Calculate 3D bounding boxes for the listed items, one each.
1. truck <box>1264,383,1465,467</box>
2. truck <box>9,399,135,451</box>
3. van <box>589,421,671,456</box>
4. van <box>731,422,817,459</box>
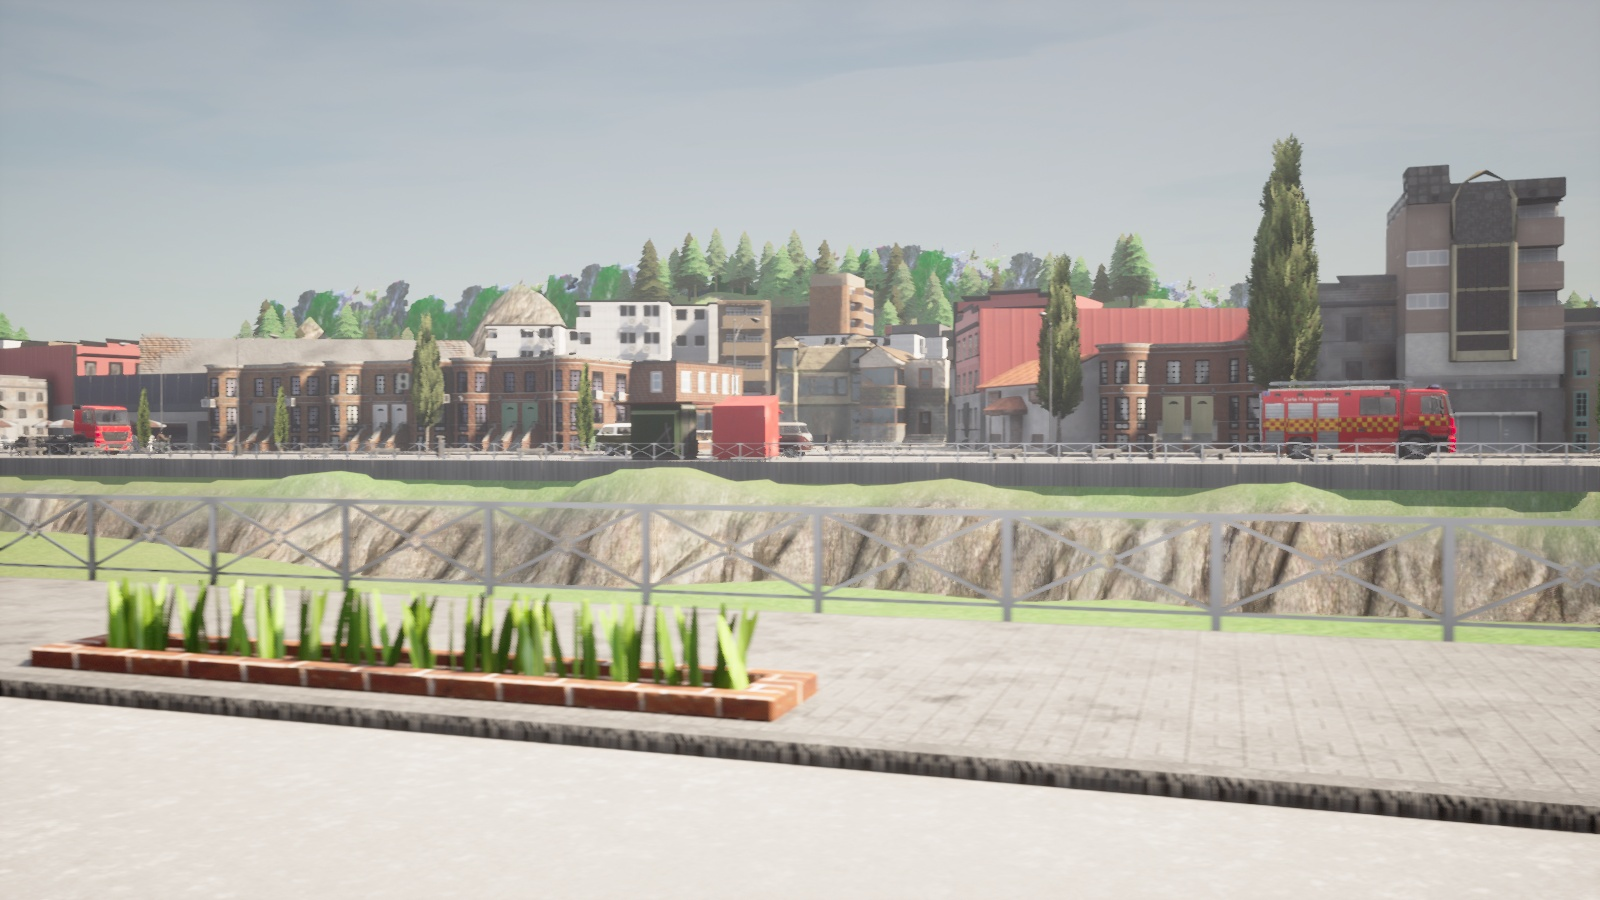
[{"bbox_3d":[26.667,-1.196,59.839,8.468,3.827,2.891,1,1,19],"label":"truck"},{"bbox_3d":[-49.560,-1.710,85.454,7.936,3.462,2.891,1,1,19],"label":"truck"},{"bbox_3d":[-10.347,-0.714,76.508,4.480,2.038,2.069,1,1,19],"label":"van"},{"bbox_3d":[-1.427,-0.536,69.294,4.442,1.987,1.775,1,1,19],"label":"van"}]
